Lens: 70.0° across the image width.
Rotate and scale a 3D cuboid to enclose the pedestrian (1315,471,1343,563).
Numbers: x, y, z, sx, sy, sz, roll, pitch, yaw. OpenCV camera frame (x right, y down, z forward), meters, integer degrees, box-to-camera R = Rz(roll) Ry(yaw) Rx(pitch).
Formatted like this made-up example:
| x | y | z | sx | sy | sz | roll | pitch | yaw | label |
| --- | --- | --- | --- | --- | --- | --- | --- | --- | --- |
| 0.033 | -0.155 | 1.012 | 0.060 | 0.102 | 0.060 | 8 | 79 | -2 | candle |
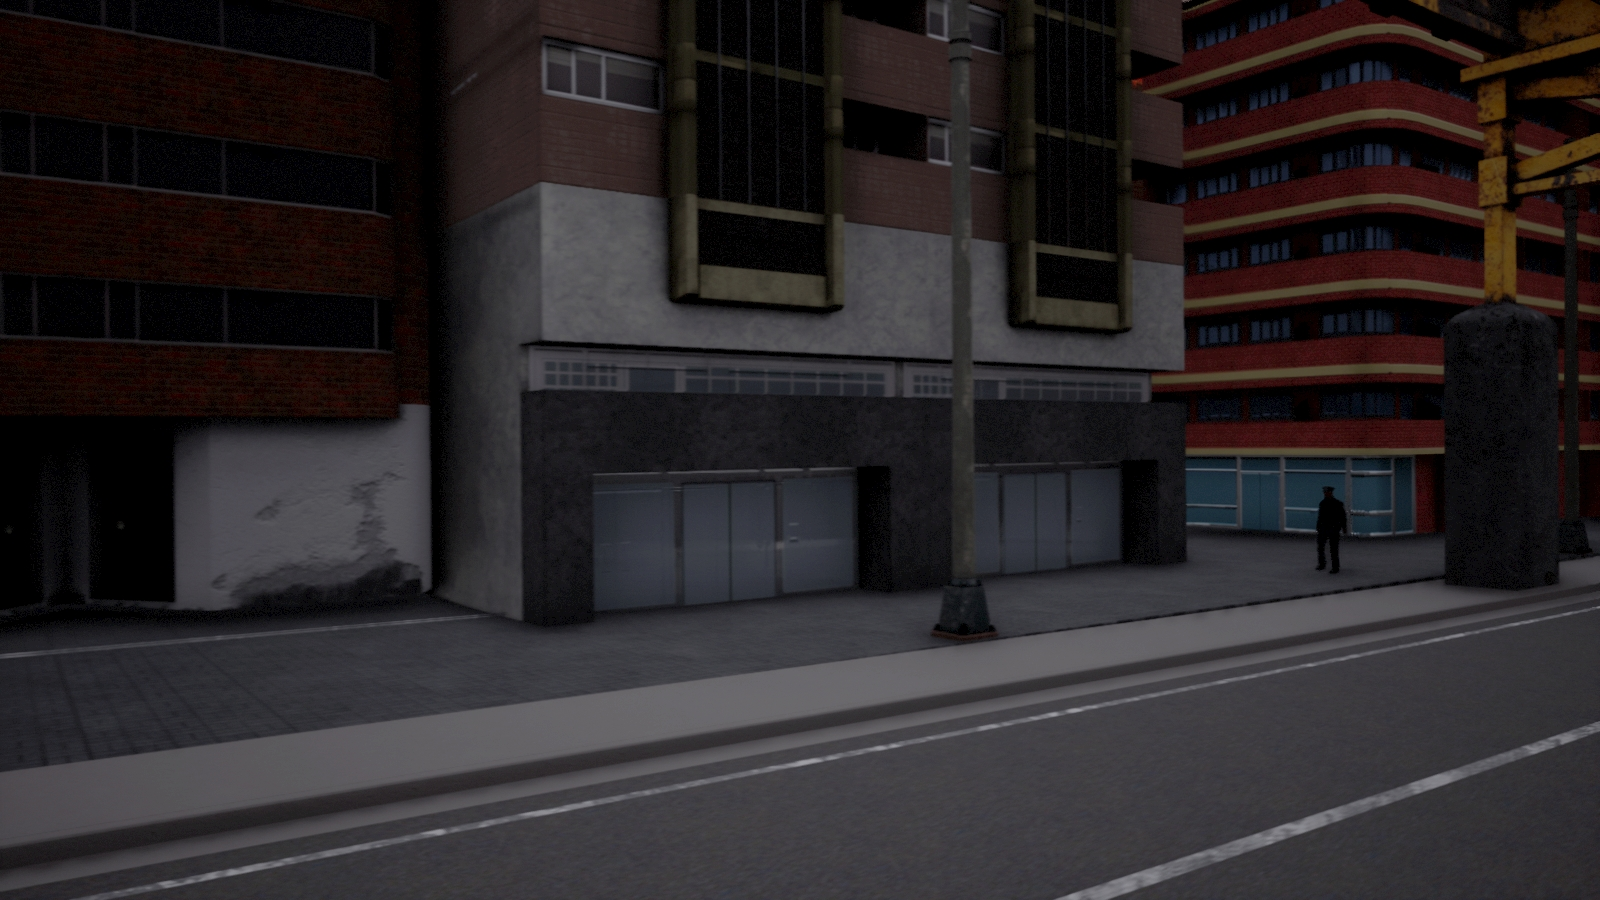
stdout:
| x | y | z | sx | sy | sz | roll | pitch | yaw | label |
| --- | --- | --- | --- | --- | --- | --- | --- | --- | --- |
| 10.915 | 1.372 | 23.557 | 0.375 | 1.860 | 0.375 | -1 | 0 | -35 | pedestrian |
